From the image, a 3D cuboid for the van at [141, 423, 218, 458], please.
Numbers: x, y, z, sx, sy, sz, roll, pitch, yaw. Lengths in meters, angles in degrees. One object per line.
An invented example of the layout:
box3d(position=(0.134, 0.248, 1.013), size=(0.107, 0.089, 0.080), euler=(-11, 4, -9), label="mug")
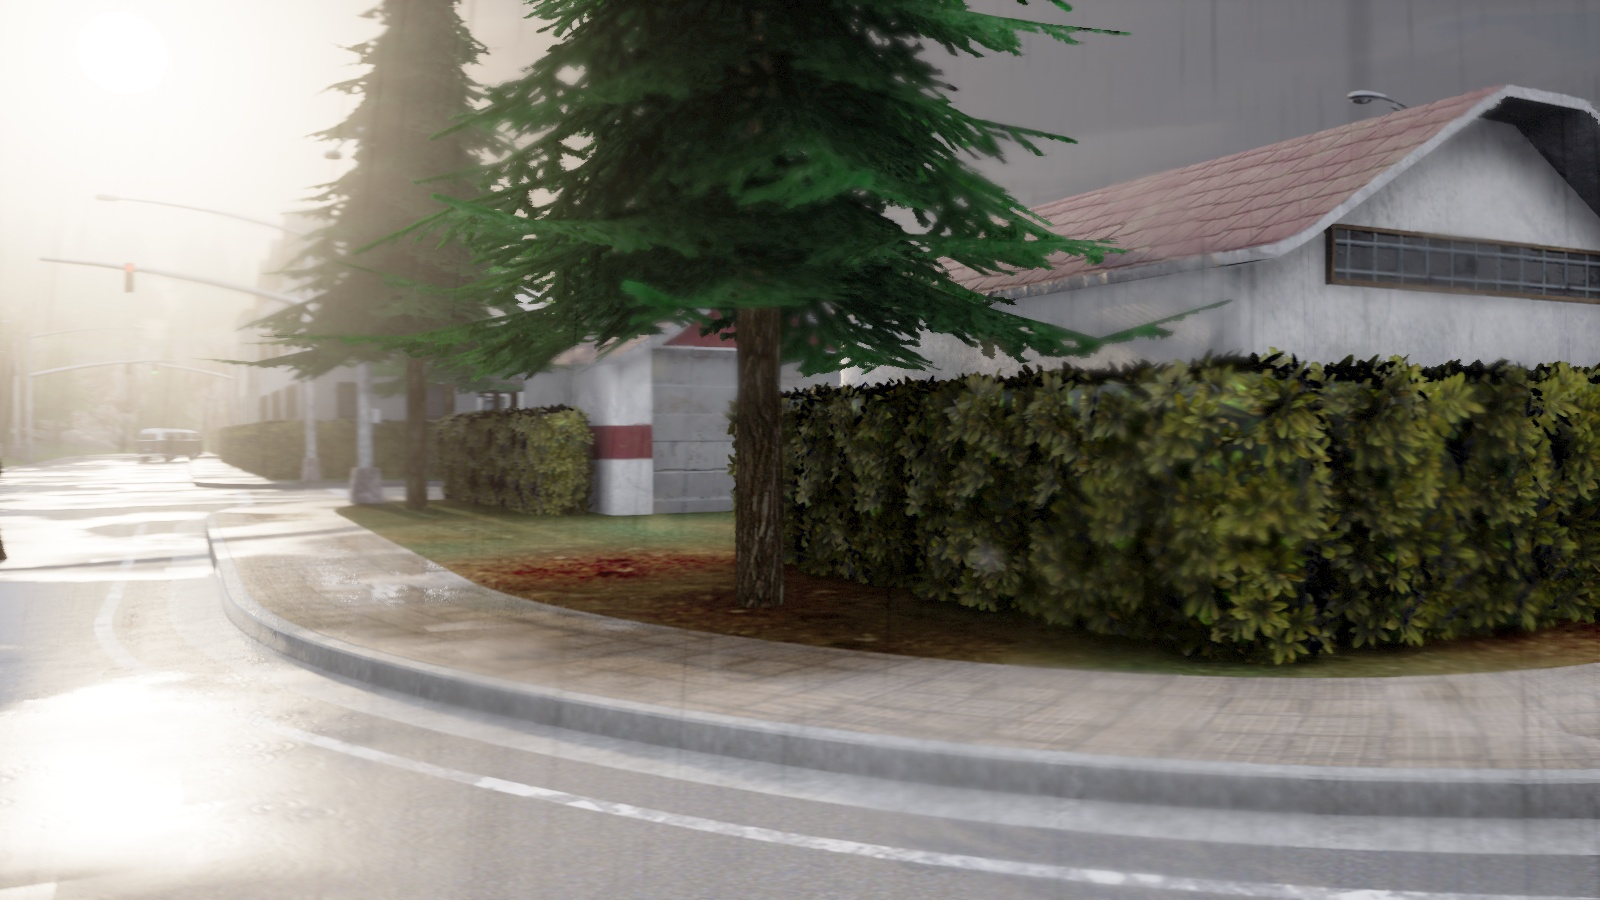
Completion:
box3d(position=(-38.606, -0.592, 78.249), size=(2.069, 2.038, 4.480), euler=(-1, 0, 9), label="van")
